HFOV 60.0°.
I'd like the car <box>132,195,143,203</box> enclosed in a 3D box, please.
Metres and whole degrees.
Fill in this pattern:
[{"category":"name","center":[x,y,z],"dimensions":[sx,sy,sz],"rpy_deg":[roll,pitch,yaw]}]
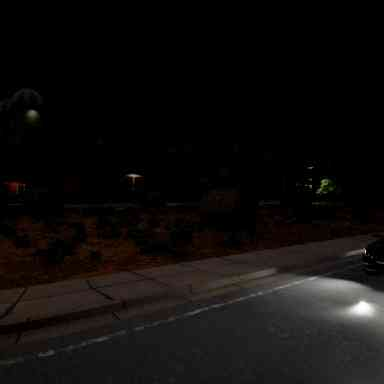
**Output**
[{"category":"car","center":[-12.323,1.691,75.892],"dimensions":[1.905,1.878,3.866],"rpy_deg":[7,2,3]}]

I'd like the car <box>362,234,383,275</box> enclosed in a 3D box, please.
[{"category":"car","center":[6.870,1.681,9.975],"dimensions":[4.892,1.490,1.837],"rpy_deg":[1,-1,-40]}]
